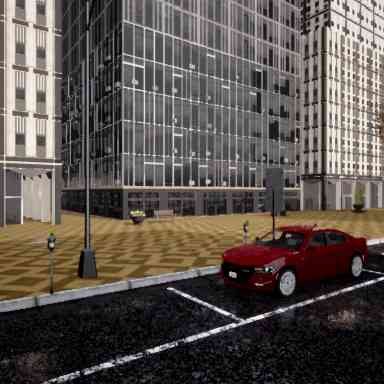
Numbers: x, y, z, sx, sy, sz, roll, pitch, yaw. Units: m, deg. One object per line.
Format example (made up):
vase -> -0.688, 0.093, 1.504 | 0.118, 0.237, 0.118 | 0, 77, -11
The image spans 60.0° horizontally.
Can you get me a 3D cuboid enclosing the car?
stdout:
car -> 2.716, 1.545, 8.505 | 4.507, 1.381, 1.887 | 0, 0, -36
